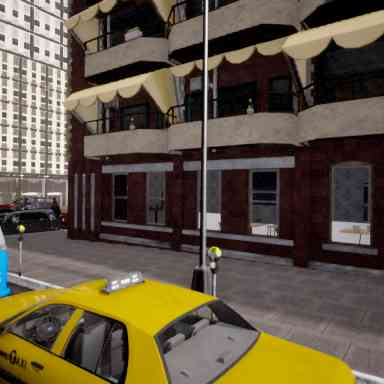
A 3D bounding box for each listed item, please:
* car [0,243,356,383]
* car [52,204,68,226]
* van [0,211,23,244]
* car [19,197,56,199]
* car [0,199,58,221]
[{"bbox_3d":[-0.902,1.525,3.508,4.829,1.417,1.752,0,1,36],"label":"car"},{"bbox_3d":[-6.970,1.685,23.207,1.887,1.381,4.507,1,0,36],"label":"car"},{"bbox_3d":[-5.324,1.339,6.662,3.998,1.788,1.690,0,1,36],"label":"van"},{"bbox_3d":[-13.757,1.339,28.117,2.192,1.841,5.009,1,0,36],"label":"car"},{"bbox_3d":[-12.478,1.544,25.451,2.128,1.511,4.902,1,0,36],"label":"car"}]
